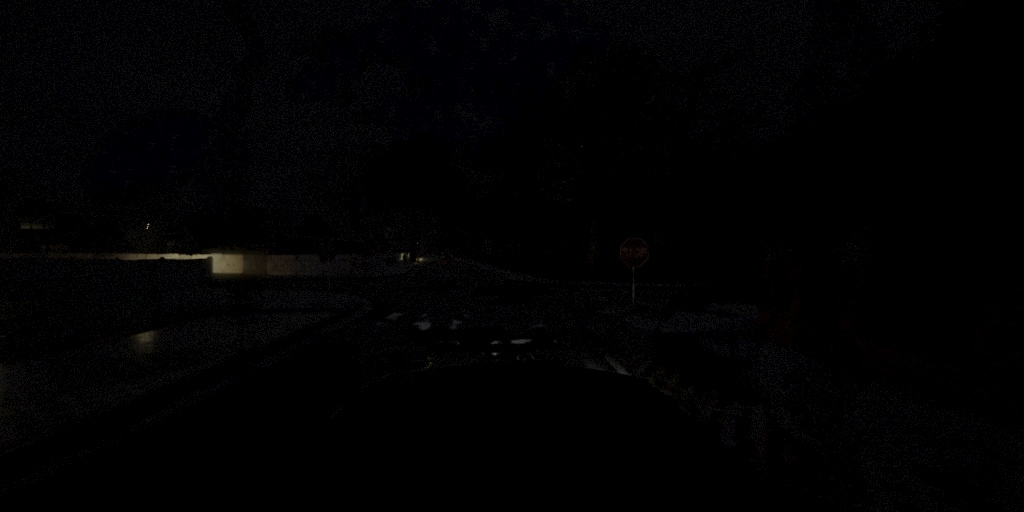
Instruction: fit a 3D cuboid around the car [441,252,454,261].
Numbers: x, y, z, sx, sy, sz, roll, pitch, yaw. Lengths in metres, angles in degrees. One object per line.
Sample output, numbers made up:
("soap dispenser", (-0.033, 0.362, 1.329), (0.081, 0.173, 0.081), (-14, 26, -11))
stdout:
("car", (-11.409, 0.215, 64.129), (1.812, 1.442, 4.674), (0, 1, -13))
